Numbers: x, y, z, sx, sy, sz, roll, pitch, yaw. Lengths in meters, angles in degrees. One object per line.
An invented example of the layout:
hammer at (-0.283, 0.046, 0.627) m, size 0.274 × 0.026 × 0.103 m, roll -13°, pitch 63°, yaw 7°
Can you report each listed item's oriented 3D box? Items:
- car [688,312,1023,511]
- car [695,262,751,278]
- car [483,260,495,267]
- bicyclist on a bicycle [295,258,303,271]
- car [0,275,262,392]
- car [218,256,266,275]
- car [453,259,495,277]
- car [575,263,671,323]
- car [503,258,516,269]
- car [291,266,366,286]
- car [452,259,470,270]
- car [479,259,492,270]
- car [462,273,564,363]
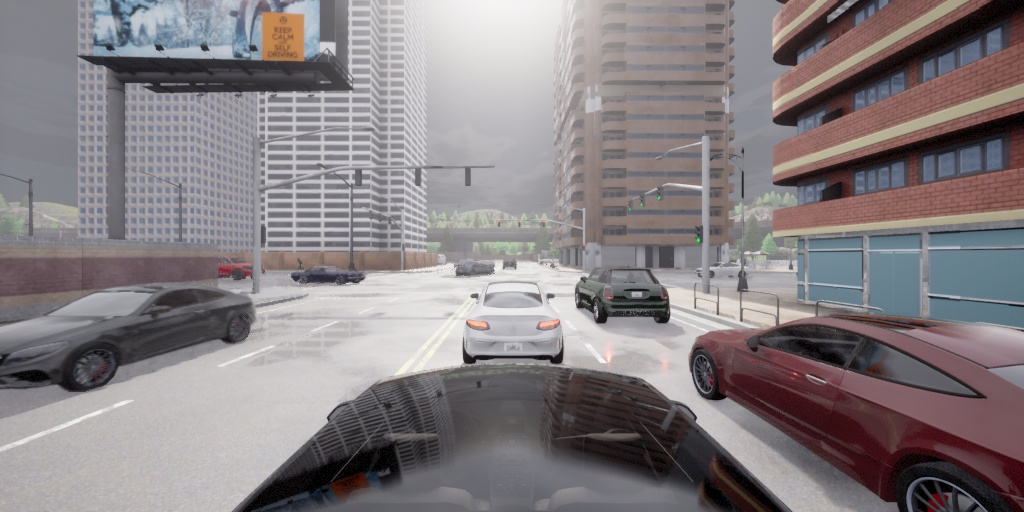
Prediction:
car at (3.580, 1.276, 3.482) m, size 1.812 × 1.442 × 4.674 m, roll 0°, pitch 0°, yaw 0°
car at (19.387, 1.276, 33.064) m, size 4.674 × 1.442 × 1.812 m, roll 0°, pitch 0°, yaw 0°
car at (-4.052, 1.350, 64.993) m, size 1.895 × 1.301 × 4.718 m, roll 0°, pitch 0°, yaw 0°
bicyclist on a bicycle at (-25.974, 1.050, 43.748) m, size 0.582 × 1.620 × 1.656 m, roll 0°, pitch 0°, yaw 0°
car at (-7.104, 1.276, 6.884) m, size 1.812 × 1.442 × 4.674 m, roll 0°, pitch 0°, yaw 0°
car at (-23.345, 0.973, 29.273) m, size 5.566 × 2.045 × 2.150 m, roll 0°, pitch 0°, yaw 0°
car at (-3.667, 1.314, 35.435) m, size 1.994 × 1.385 × 4.181 m, roll 0°, pitch 0°, yaw 37°
car at (3.499, 1.102, 12.201) m, size 2.097 × 1.767 × 4.553 m, roll 0°, pitch 0°, yaw 0°
car at (-0.369, 1.101, 57.273) m, size 2.097 × 1.767 × 4.553 m, roll 0°, pitch 0°, yaw 0°
car at (-12.675, 1.351, 24.949) m, size 4.718 × 1.301 × 1.895 m, roll 0°, pitch 0°, yaw 13°
car at (-7.498, 1.227, 52.970) m, size 1.882 × 1.535 × 5.008 m, roll 0°, pitch 0°, yaw 0°
car at (-4.012, 1.275, 55.012) m, size 1.812 × 1.442 × 4.674 m, roll 0°, pitch 0°, yaw -1°
car at (0.017, 1.276, 7.986) m, size 1.812 × 1.442 × 4.674 m, roll 0°, pitch 0°, yaw 0°
